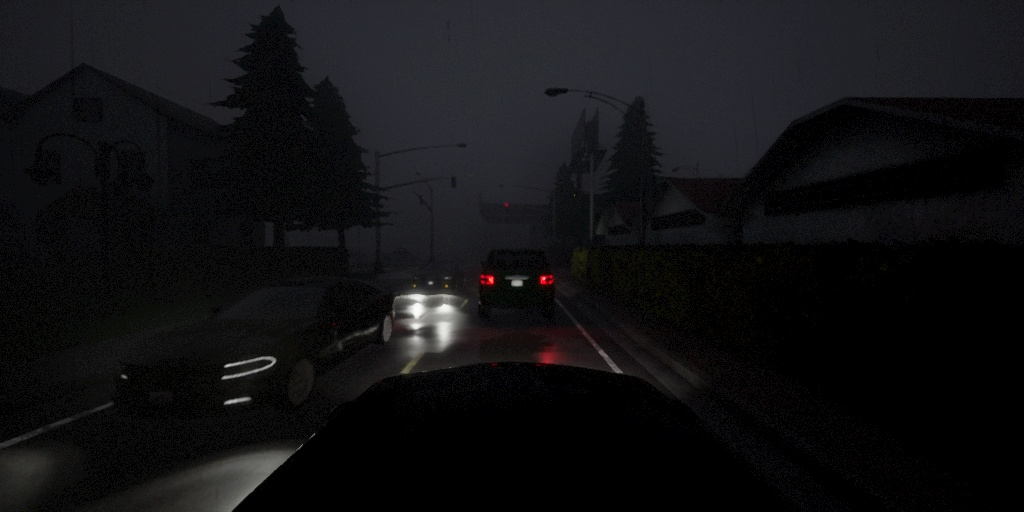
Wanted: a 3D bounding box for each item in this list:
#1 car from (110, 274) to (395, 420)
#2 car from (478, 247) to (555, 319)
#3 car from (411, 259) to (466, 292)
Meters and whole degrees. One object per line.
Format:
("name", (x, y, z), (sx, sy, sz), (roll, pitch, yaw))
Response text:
("car", (-3.592, 1.129, 6.165), (1.882, 1.535, 5.008), (0, 1, 0))
("car", (0.117, 0.744, 11.922), (2.150, 2.045, 5.566), (0, 1, 0))
("car", (-3.518, 0.959, 17.762), (1.994, 1.385, 4.181), (0, 1, 2))
